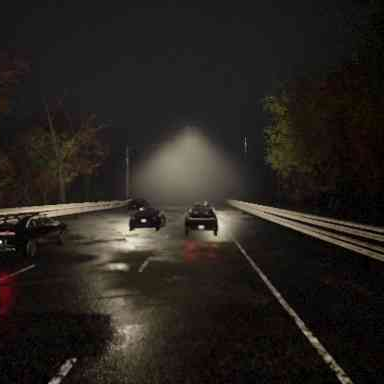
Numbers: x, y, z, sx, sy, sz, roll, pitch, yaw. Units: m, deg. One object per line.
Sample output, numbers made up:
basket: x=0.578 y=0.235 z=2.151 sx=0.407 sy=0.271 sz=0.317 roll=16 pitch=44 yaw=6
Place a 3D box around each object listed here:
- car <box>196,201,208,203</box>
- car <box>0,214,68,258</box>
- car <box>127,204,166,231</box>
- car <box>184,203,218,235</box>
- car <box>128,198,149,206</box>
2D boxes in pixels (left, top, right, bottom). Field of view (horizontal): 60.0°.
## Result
car: x=1.097 y=1.788 z=37.691 sx=2.128 sy=1.511 sz=4.902 roll=0 pitch=0 yaw=2
car: x=-6.596 y=1.604 z=13.283 sx=2.128 sy=1.511 sz=4.902 roll=0 pitch=0 yaw=1
car: x=-2.886 y=1.746 z=22.233 sx=1.994 sy=1.385 sz=4.181 roll=0 pitch=0 yaw=2
car: x=0.554 y=1.654 z=19.958 sx=2.128 sy=1.511 sz=4.902 roll=0 pitch=0 yaw=1
car: x=-5.740 y=1.457 z=36.157 sx=1.812 sy=1.442 sz=4.674 roll=4 pitch=-5 yaw=2
